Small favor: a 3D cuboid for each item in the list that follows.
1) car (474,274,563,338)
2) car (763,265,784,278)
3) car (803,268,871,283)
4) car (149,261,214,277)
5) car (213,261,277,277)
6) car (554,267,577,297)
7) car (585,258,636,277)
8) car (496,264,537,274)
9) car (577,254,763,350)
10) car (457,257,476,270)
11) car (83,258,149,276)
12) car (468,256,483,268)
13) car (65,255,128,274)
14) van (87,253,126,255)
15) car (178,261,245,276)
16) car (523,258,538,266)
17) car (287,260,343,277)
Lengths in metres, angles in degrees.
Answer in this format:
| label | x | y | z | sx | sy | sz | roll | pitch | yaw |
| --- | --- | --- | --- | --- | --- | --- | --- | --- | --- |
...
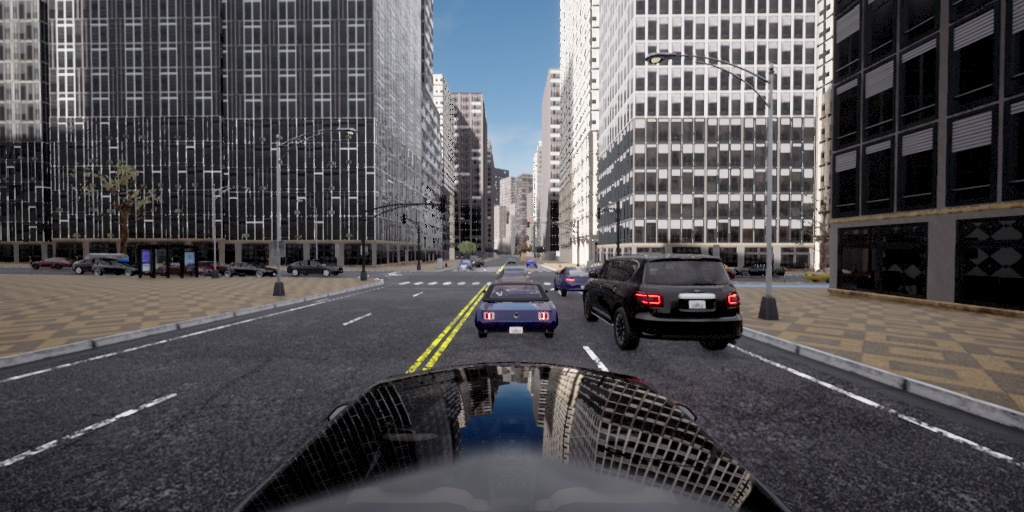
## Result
| label | x | y | z | sx | sy | sz | roll | pitch | yaw |
| --- | --- | --- | --- | --- | --- | --- | --- | --- | --- |
| car | 0.093 | 1.351 | 10.137 | 1.895 | 1.301 | 4.718 | 0 | 0 | 0 |
| car | 24.613 | 1.551 | 36.266 | 4.718 | 1.301 | 1.895 | 0 | 1 | 1 |
| car | 27.613 | 1.592 | 30.440 | 4.829 | 1.417 | 1.751 | 0 | 0 | 1 |
| car | -28.445 | 1.151 | 31.243 | 4.207 | 1.307 | 1.802 | 0 | 0 | 1 |
| car | -22.761 | 1.187 | 31.115 | 4.313 | 1.339 | 1.948 | 0 | 0 | 1 |
| car | 3.333 | 1.275 | 18.867 | 1.812 | 1.442 | 4.674 | 0 | 0 | 0 |
| car | 9.878 | 1.175 | 36.324 | 4.553 | 1.767 | 2.097 | 0 | 1 | -2 |
| car | 0.084 | 1.313 | 18.874 | 1.994 | 1.385 | 4.181 | 0 | 0 | 0 |
| car | 3.343 | 0.971 | 9.176 | 2.150 | 2.045 | 5.566 | 0 | 0 | 0 |
| car | -6.638 | 1.263 | 51.162 | 1.812 | 1.442 | 4.674 | 0 | 0 | -2 |
| car | -34.126 | 1.082 | 31.411 | 4.313 | 1.339 | 1.948 | 0 | 0 | 1 |
| car | -6.632 | 0.952 | 61.125 | 2.150 | 2.045 | 5.566 | 0 | 0 | 0 |
| car | -38.789 | 0.937 | 34.140 | 4.892 | 1.490 | 1.837 | 1 | 1 | 1 |
| van | -45.325 | 0.622 | 40.060 | 3.998 | 1.789 | 1.690 | 0 | 0 | 1 |
| car | -28.351 | 1.128 | 33.932 | 4.718 | 1.301 | 1.895 | 1 | 1 | 1 |
| car | 3.284 | 1.255 | 61.922 | 1.812 | 1.442 | 4.674 | 0 | 0 | 0 |
| car | -18.470 | 1.122 | 33.738 | 4.892 | 1.490 | 1.837 | 1 | 1 | 1 |
